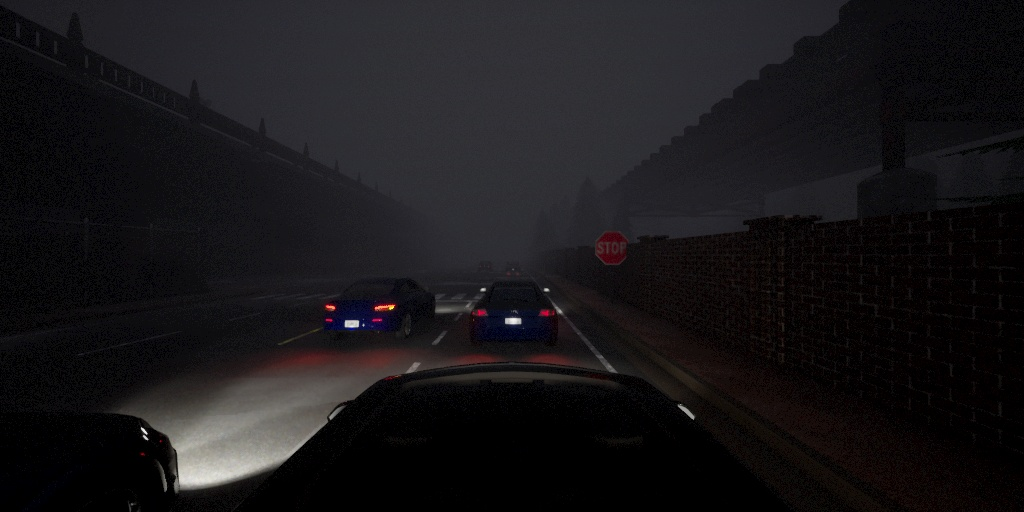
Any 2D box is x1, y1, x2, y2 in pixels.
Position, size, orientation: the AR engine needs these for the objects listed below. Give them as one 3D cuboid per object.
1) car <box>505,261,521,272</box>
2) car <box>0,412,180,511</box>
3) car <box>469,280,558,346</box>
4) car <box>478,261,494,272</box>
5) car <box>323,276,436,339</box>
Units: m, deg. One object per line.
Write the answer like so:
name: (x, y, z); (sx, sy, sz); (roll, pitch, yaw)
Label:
car: (0.109, 1.351, 46.211); (1.895, 1.301, 4.718); (0, 0, -1)
car: (-3.399, 1.314, 0.835); (1.994, 1.385, 4.181); (0, 0, 0)
car: (0.070, 1.314, 9.407); (1.994, 1.385, 4.181); (0, 0, 1)
car: (-3.386, 1.297, 46.016); (2.033, 1.411, 5.357); (0, 0, -1)
car: (-3.411, 1.276, 9.930); (1.812, 1.442, 4.674); (0, 0, 0)
